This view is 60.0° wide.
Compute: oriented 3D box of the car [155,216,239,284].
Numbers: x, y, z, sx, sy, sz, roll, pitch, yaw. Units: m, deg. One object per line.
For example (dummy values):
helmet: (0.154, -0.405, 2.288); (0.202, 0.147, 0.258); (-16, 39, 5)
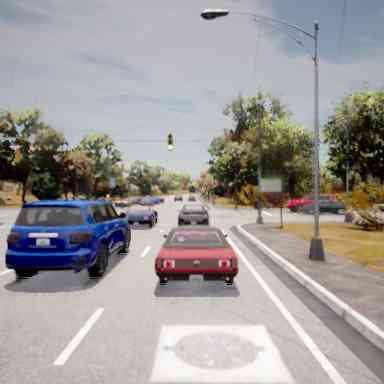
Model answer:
car: (0.105, 1.613, 9.550); (1.895, 1.301, 4.718); (0, 0, 0)

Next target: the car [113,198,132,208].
car: (-10.590, 1.663, 50.878); (1.895, 1.301, 4.718); (0, 0, 0)

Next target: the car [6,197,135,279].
car: (-3.400, 1.235, 10.274); (2.150, 2.045, 5.566); (0, 0, 0)

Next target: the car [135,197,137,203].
car: (-10.550, 1.599, 59.913); (1.812, 1.442, 4.674); (0, 0, 0)

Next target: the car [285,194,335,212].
car: (13.441, 1.268, 37.495); (5.566, 2.045, 2.150); (0, 0, 4)

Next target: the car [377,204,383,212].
car: (23.146, 1.642, 36.939); (4.718, 1.301, 1.895); (0, 0, 3)

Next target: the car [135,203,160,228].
car: (-3.403, 1.628, 22.612); (1.895, 1.301, 4.718); (0, 0, 0)

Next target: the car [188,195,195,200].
car: (-0.006, 1.473, 91.618); (1.882, 1.535, 5.008); (0, 0, 0)

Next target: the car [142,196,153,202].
car: (-10.505, 1.619, 78.665); (1.812, 1.442, 4.674); (0, 0, 0)

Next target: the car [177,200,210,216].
car: (0.098, 1.518, 21.168); (2.128, 1.511, 4.902); (0, 0, 0)

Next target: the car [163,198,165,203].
car: (-7.005, 1.683, 71.880); (1.895, 1.301, 4.718); (0, 0, 0)

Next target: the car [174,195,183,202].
car: (-3.505, 1.628, 83.582); (2.128, 1.511, 4.902); (0, 0, 0)

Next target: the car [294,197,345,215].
car: (13.393, 1.547, 33.977); (4.892, 1.490, 1.837); (0, 0, 3)

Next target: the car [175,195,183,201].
car: (-3.506, 1.654, 93.350); (2.033, 1.411, 5.357); (0, 0, 0)

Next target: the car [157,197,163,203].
car: (-7.036, 1.553, 61.575); (1.882, 1.535, 5.008); (0, 0, 1)

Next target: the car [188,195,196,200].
car: (-0.005, 1.633, 81.199); (2.033, 1.411, 5.357); (0, 0, 0)

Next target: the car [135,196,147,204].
car: (-10.504, 1.638, 68.637); (1.994, 1.385, 4.181); (0, 0, 0)

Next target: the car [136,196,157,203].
car: (-7.085, 1.590, 52.245); (1.812, 1.442, 4.674); (0, 0, 0)
